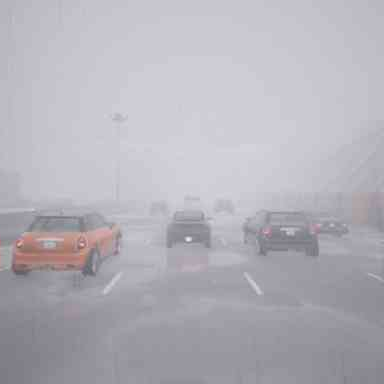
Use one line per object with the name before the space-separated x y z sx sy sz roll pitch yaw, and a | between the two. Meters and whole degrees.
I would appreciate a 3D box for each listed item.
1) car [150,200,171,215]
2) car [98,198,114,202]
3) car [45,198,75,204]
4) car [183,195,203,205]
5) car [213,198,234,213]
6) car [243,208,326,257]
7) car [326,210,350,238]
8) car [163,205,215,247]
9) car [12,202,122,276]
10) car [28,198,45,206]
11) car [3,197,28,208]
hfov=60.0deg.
car | -3.421 1.615 36.021 1.837 1.490 4.892 0 0 1
car | -14.028 1.663 53.954 1.994 1.385 4.181 0 0 0
car | -17.492 1.517 44.929 1.882 1.535 5.008 0 0 1
car | 0.105 1.365 37.854 2.150 2.045 5.566 0 0 1
car | 3.610 1.523 38.928 2.097 1.767 4.553 0 0 0
car | 3.369 1.427 13.495 2.097 1.767 4.553 0 0 0
car | 6.844 1.668 18.670 2.033 1.411 5.357 0 0 1
car | -0.124 1.563 15.314 1.837 1.490 4.892 0 0 0
car | -3.610 1.364 10.524 2.097 1.767 4.553 0 0 0
car | -20.992 1.584 47.407 1.994 1.385 4.181 0 0 0
car | -24.491 1.483 46.641 2.128 1.511 4.902 0 0 1
